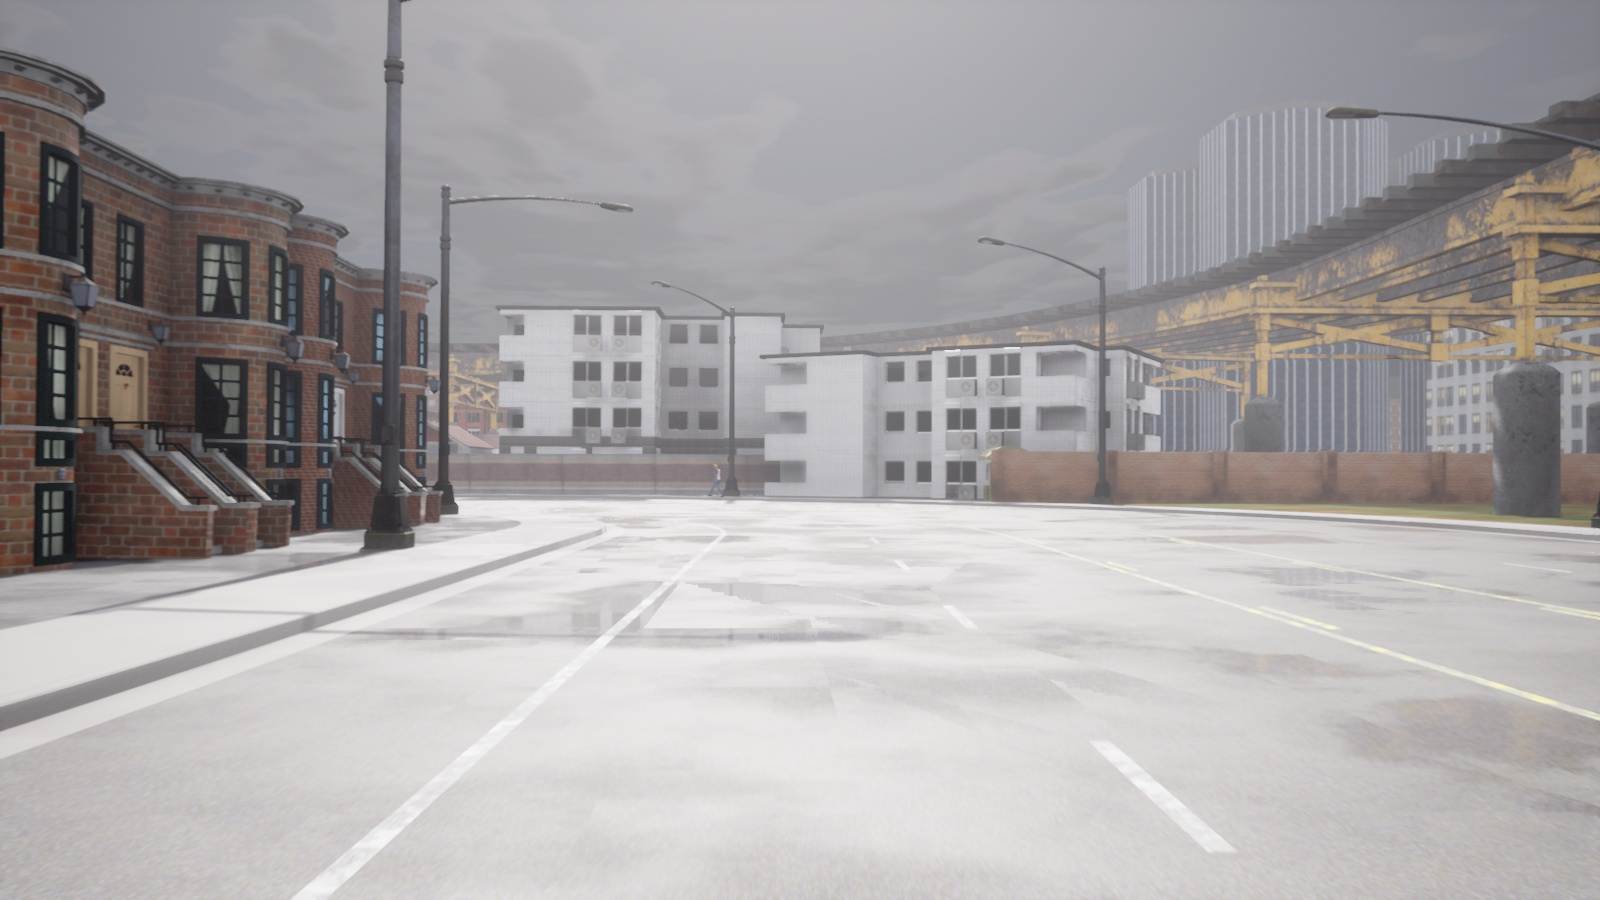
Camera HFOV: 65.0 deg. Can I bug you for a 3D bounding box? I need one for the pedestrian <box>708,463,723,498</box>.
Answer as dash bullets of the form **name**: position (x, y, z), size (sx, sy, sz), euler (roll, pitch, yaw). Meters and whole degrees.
- **pedestrian**: position (-4.476, 1.595, 66.573), size (0.706, 1.836, 0.354), euler (-1, -1, 22)
